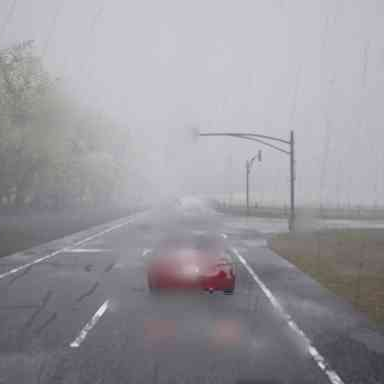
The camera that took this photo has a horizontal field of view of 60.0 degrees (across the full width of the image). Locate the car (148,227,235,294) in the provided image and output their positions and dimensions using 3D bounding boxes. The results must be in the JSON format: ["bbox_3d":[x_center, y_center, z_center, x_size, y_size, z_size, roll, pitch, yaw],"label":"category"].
[{"bbox_3d":[0.021,1.644,9.036,1.994,1.385,4.181,0,0,1],"label":"car"}]

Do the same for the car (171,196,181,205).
[{"bbox_3d":[-3.618,1.841,73.389,2.150,2.045,5.566,0,0,0],"label":"car"}]

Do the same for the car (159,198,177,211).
[{"bbox_3d":[-3.490,1.929,47.457,1.812,1.442,4.674,0,0,0],"label":"car"}]
